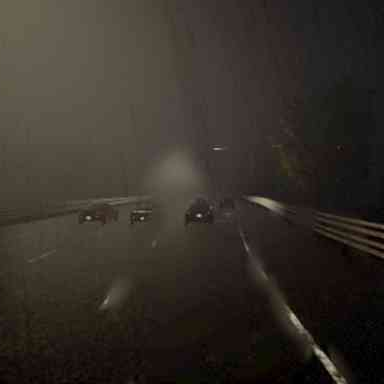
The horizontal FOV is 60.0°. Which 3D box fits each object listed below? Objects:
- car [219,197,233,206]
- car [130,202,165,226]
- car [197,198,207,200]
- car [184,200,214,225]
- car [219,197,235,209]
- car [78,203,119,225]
[{"bbox_3d":[5.328,1.477,52.632,1.994,1.385,4.181,0,0,4],"label":"car"},{"bbox_3d":[-3.014,1.444,23.144,2.128,1.511,4.902,0,0,2],"label":"car"},{"bbox_3d":[1.249,1.471,41.304,2.033,1.411,5.357,0,0,3],"label":"car"},{"bbox_3d":[0.508,1.515,23.696,1.994,1.385,4.181,0,0,2],"label":"car"},{"bbox_3d":[4.644,1.428,44.261,1.837,1.490,4.892,0,0,5],"label":"car"},{"bbox_3d":[-6.509,1.473,23.473,1.812,1.442,4.674,0,0,2],"label":"car"}]
